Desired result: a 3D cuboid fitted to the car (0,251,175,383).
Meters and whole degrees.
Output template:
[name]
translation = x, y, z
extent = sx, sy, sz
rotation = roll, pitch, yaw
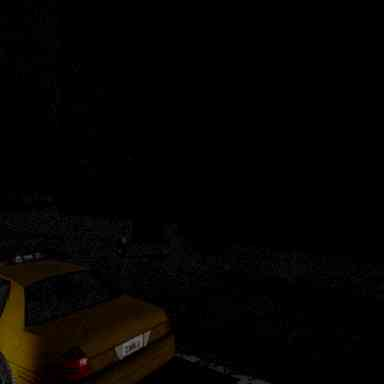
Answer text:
[car]
translation = -2.477, 1.525, 4.726
extent = 4.829, 1.417, 1.752
rotation = 0, 0, 35
